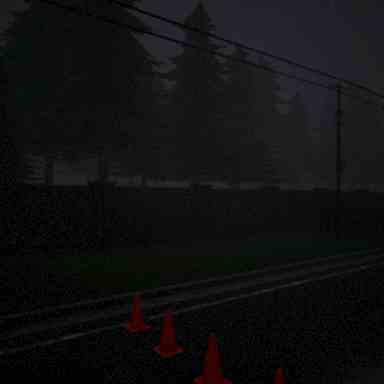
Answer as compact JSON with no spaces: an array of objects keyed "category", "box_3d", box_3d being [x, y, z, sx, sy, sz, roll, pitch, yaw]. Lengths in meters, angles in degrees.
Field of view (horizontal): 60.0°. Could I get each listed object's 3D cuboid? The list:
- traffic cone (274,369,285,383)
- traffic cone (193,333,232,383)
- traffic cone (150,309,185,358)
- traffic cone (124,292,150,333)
[{"category":"traffic cone","box_3d":[0.828,1.979,3.146,0.340,0.580,0.340,1,0,-35]},{"category":"traffic cone","box_3d":[0.247,1.979,3.961,0.340,0.580,0.340,1,0,-35]},{"category":"traffic cone","box_3d":[-0.333,1.979,4.775,0.340,0.580,0.340,1,0,-35]},{"category":"traffic cone","box_3d":[-0.913,1.979,5.589,0.340,0.580,0.340,1,0,-35]}]
